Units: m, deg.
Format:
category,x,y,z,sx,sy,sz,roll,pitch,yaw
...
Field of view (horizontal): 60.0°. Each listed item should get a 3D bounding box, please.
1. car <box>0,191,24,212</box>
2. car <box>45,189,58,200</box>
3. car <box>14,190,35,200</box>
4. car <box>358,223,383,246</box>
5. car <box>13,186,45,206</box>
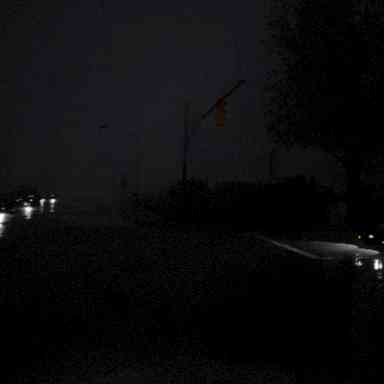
category,x,y,z,sx,sy,sz,roll,pitch,yaw
car,-15.272,0.847,26.611,1.994,1.385,4.181,2,0,-15
car,-21.950,0.378,51.639,1.837,1.490,4.892,2,0,-15
car,-25.171,0.374,50.138,1.895,1.301,4.718,2,0,-15
car,9.588,1.781,14.589,4.181,1.385,1.994,2,0,-12
car,-17.729,0.355,35.765,2.150,2.045,5.566,2,0,-15
